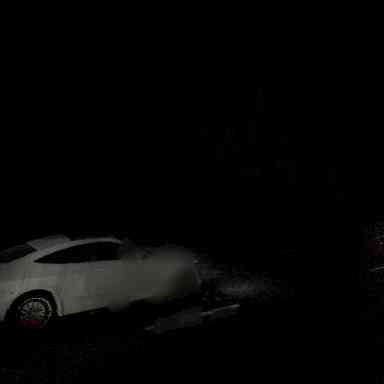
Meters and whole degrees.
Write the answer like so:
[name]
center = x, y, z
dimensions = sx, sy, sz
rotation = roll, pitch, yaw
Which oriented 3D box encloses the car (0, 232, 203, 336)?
[car]
center = -1.935, 1.539, 6.665
dimensions = 4.674, 1.442, 1.812
rotation = 1, 0, -36
